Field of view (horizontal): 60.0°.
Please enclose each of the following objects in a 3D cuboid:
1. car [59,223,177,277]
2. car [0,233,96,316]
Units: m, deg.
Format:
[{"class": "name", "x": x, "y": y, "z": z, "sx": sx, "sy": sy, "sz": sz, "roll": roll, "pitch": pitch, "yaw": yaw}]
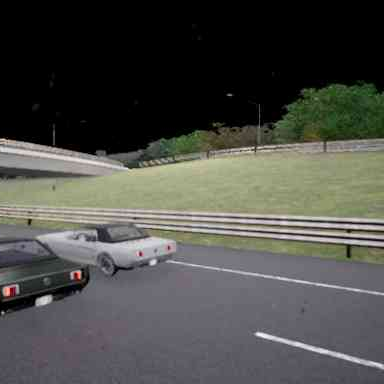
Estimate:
[{"class": "car", "x": -2.861, "y": 1.626, "z": 10.326, "sx": 4.718, "sy": 1.301, "sz": 1.895, "roll": 0, "pitch": 0, "yaw": 35}, {"class": "car", "x": -4.402, "y": 1.625, "z": 7.126, "sx": 4.718, "sy": 1.301, "sz": 1.895, "roll": 0, "pitch": 0, "yaw": 35}]
